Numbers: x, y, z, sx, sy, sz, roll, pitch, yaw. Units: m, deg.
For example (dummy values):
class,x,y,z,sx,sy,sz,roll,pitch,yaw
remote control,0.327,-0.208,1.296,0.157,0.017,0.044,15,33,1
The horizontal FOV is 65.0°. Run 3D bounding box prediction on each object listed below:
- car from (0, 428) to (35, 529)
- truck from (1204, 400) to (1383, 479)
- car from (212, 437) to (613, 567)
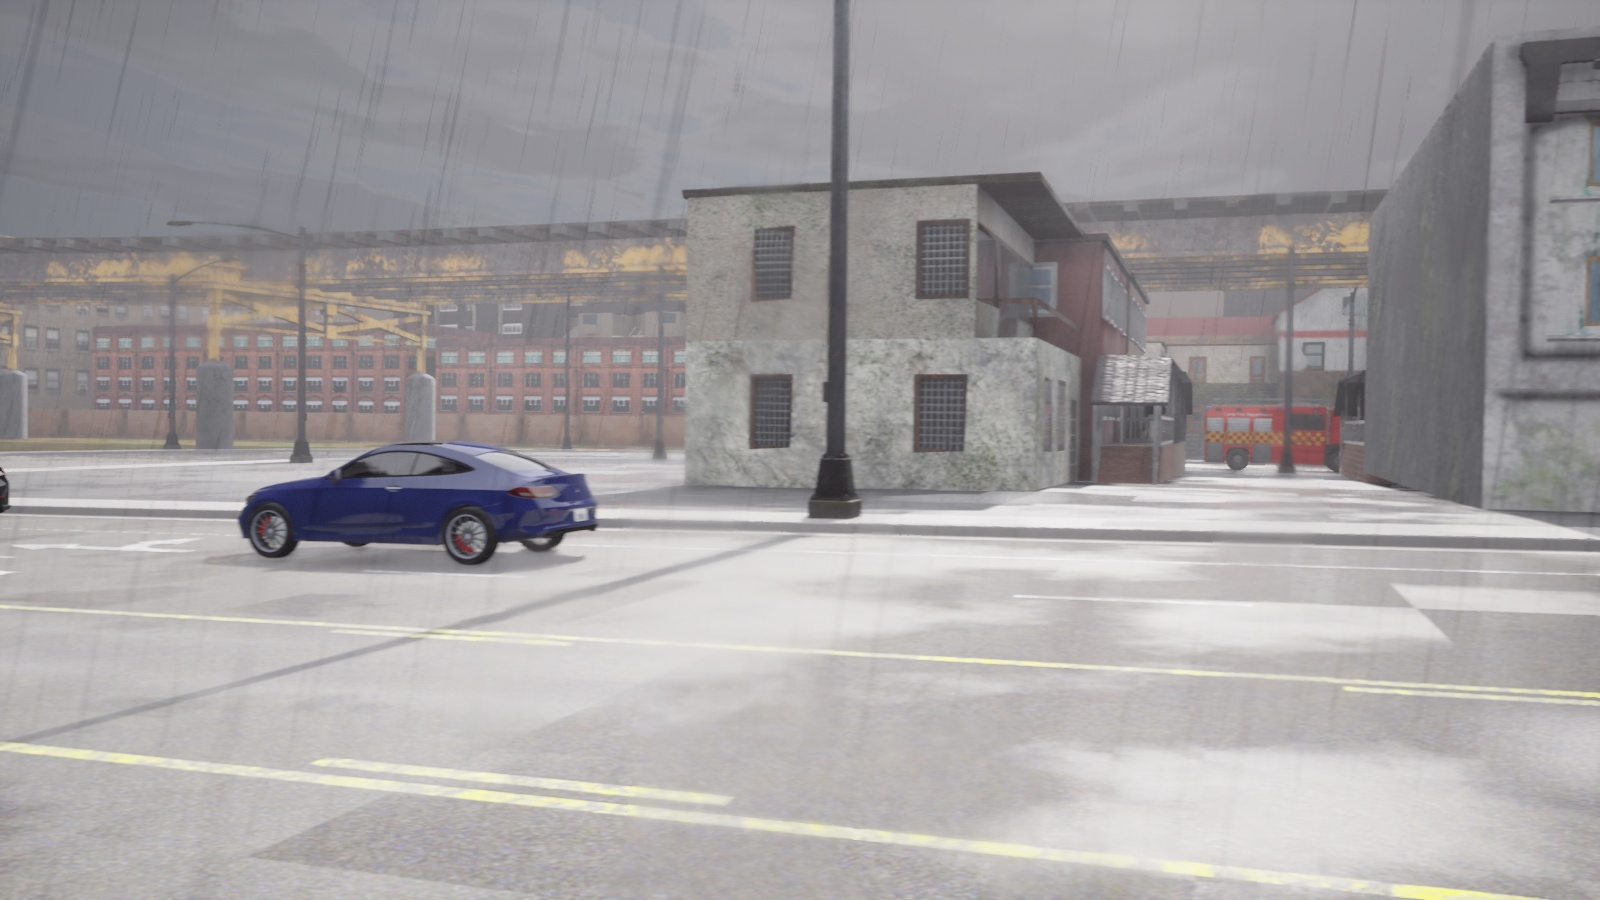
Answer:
class,x,y,z,sx,sy,sz,roll,pitch,yaw
car,-14.471,0.418,19.141,4.902,1.511,2.128,1,1,18
truck,25.822,-0.610,66.140,8.468,3.827,2.891,2,1,19
car,-4.893,0.577,15.917,4.674,1.442,1.812,1,1,19
